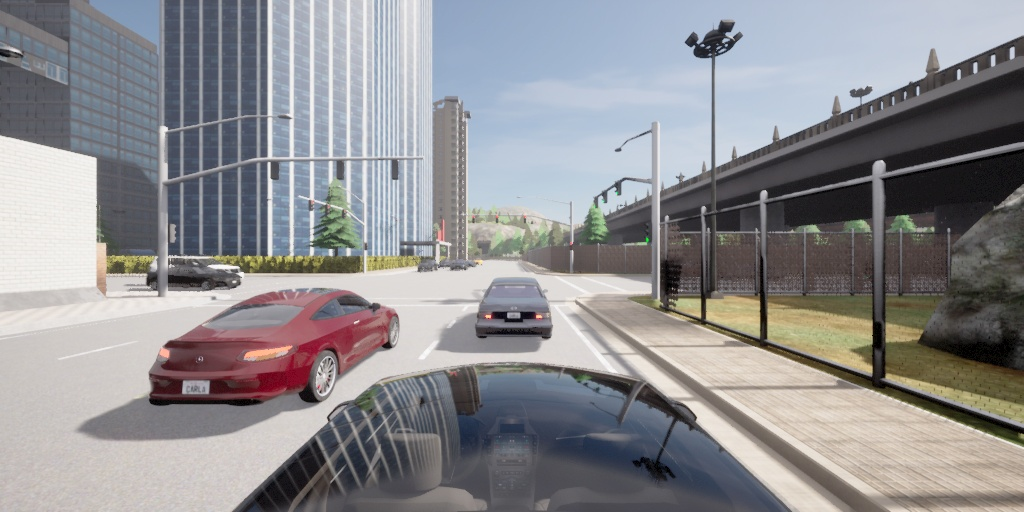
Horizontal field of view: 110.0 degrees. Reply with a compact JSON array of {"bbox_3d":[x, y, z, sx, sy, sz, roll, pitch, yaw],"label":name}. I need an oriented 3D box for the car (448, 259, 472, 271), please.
[{"bbox_3d":[-7.186,1.311,49.565,1.994,1.385,4.181,0,0,0],"label":"car"}]

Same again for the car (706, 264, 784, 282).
[{"bbox_3d":[19.107,1.351,29.218,5.357,1.411,2.033,0,0,0],"label":"car"}]

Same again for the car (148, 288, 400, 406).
[{"bbox_3d":[-3.450,1.275,6.231,1.812,1.442,4.674,0,0,0],"label":"car"}]

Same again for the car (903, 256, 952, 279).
[{"bbox_3d":[39.337,1.027,32.773,5.566,2.045,2.150,0,0,0],"label":"car"}]

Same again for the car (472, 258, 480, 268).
[{"bbox_3d":[-7.187,1.294,60.458,2.033,1.411,5.357,0,0,0],"label":"car"}]

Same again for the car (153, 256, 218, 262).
[{"bbox_3d":[-22.275,1.024,25.338,5.566,2.045,2.150,0,0,0],"label":"car"}]

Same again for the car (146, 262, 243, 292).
[{"bbox_3d":[-19.135,1.282,21.666,5.008,1.535,1.882,0,0,4],"label":"car"}]

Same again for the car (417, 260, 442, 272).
[{"bbox_3d":[-10.685,1.252,45.790,1.837,1.490,4.892,0,0,0],"label":"car"}]

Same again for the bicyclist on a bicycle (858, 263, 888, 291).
[{"bbox_3d":[18.264,1.105,18.231,0.582,1.620,1.656,0,0,0],"label":"bicyclist on a bicycle"}]

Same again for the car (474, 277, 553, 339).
[{"bbox_3d":[0.078,1.297,10.052,2.033,1.411,5.357,0,0,1],"label":"car"}]

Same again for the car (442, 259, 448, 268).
[{"bbox_3d":[-10.699,1.273,58.028,1.812,1.442,4.674,0,0,0],"label":"car"}]

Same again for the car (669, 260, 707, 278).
[{"bbox_3d":[16.169,1.156,32.704,4.553,1.767,2.097,0,0,0],"label":"car"}]
